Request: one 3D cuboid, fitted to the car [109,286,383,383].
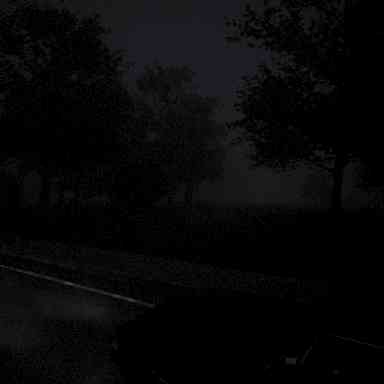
[{"bbox_3d":[1.455,1.601,2.954,4.718,1.301,1.895,0,0,36],"label":"car"}]
